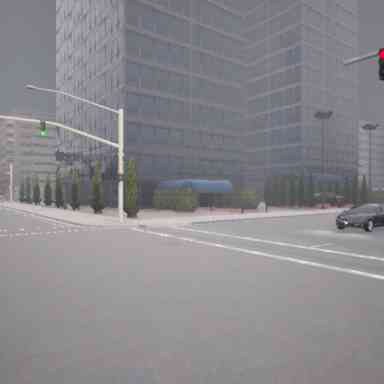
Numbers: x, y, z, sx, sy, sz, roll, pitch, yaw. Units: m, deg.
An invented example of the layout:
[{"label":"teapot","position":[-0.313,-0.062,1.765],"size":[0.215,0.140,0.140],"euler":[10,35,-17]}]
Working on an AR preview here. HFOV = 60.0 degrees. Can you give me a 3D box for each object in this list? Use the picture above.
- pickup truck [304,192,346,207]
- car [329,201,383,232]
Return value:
[{"label":"pickup truck","position":[18.286,1.058,46.673],"size":[6.274,2.098,2.390],"euler":[0,0,-6]},{"label":"car","position":[10.631,1.505,20.222],"size":[4.892,1.490,1.837],"euler":[0,0,-37]}]
